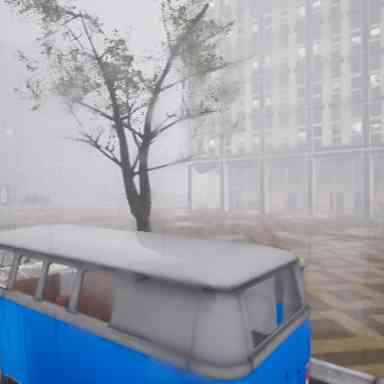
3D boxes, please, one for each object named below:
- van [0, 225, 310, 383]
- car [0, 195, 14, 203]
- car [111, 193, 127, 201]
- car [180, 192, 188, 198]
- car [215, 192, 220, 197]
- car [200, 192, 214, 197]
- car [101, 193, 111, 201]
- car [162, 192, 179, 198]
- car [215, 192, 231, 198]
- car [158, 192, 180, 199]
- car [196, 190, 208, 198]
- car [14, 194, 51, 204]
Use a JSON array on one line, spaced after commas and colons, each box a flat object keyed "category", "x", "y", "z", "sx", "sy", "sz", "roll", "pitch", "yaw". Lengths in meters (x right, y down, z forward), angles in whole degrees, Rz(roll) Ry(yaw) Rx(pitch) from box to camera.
[{"category": "van", "x": -0.825, "y": 1.325, "z": 3.519, "sx": 3.998, "sy": 1.788, "sz": 1.690, "roll": 0, "pitch": -1, "yaw": 36}, {"category": "car", "x": -28.099, "y": 1.090, "z": 50.249, "sx": 1.887, "sy": 1.381, "sz": 4.507, "roll": 0, "pitch": 0, "yaw": 36}, {"category": "car", "x": -11.567, "y": 0.796, "z": 58.722, "sx": 1.967, "sy": 1.590, "sz": 4.097, "roll": 0, "pitch": 0, "yaw": 36}, {"category": "car", "x": -1.808, "y": 0.787, "z": 72.130, "sx": 1.887, "sy": 1.381, "sz": 4.507, "roll": 0, "pitch": 0, "yaw": 36}, {"category": "car", "x": 4.697, "y": 0.483, "z": 81.067, "sx": 2.192, "sy": 1.841, "sz": 5.009, "roll": 0, "pitch": 0, "yaw": 36}, {"category": "car", "x": 4.429, "y": 0.732, "z": 94.939, "sx": 1.947, "sy": 1.339, "sz": 4.313, "roll": 0, "pitch": 0, "yaw": 36}, {"category": "car", "x": -15.127, "y": 0.894, "z": 63.568, "sx": 1.837, "sy": 1.490, "sz": 4.892, "roll": -1, "pitch": 0, "yaw": 37}, {"category": "car", "x": -5.330, "y": 0.716, "z": 81.531, "sx": 1.967, "sy": 1.590, "sz": 4.097, "roll": 0, "pitch": 0, "yaw": 36}, {"category": "car", "x": 7.950, "y": 0.683, "z": 85.537, "sx": 2.008, "sy": 1.369, "sz": 4.403, "roll": 0, "pitch": 0, "yaw": 36}, {"category": "car", "x": -5.061, "y": 0.831, "z": 67.661, "sx": 2.008, "sy": 1.369, "sz": 4.403, "roll": 0, "pitch": 0, "yaw": 36}, {"category": "car", "x": 1.445, "y": 0.787, "z": 76.599, "sx": 1.802, "sy": 1.307, "sz": 4.206, "roll": 0, "pitch": 0, "yaw": 36}, {"category": "car", "x": -21.325, "y": 0.915, "z": 45.315, "sx": 1.967, "sy": 1.590, "sz": 4.097, "roll": 0, "pitch": 0, "yaw": 36}]
